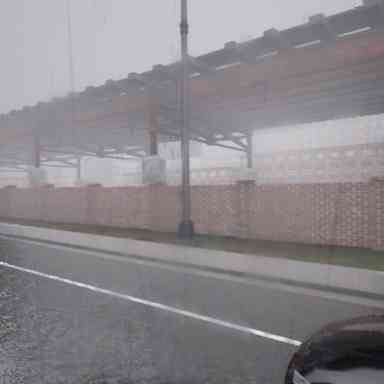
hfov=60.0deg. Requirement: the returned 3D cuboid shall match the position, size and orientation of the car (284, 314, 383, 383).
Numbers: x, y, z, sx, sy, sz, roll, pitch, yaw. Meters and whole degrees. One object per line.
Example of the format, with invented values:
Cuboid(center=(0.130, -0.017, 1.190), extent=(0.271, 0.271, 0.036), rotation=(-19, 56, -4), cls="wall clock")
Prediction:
Cuboid(center=(2.990, 1.493, 1.843), extent=(4.902, 1.511, 2.128), rotation=(0, 0, 36), cls="car")
